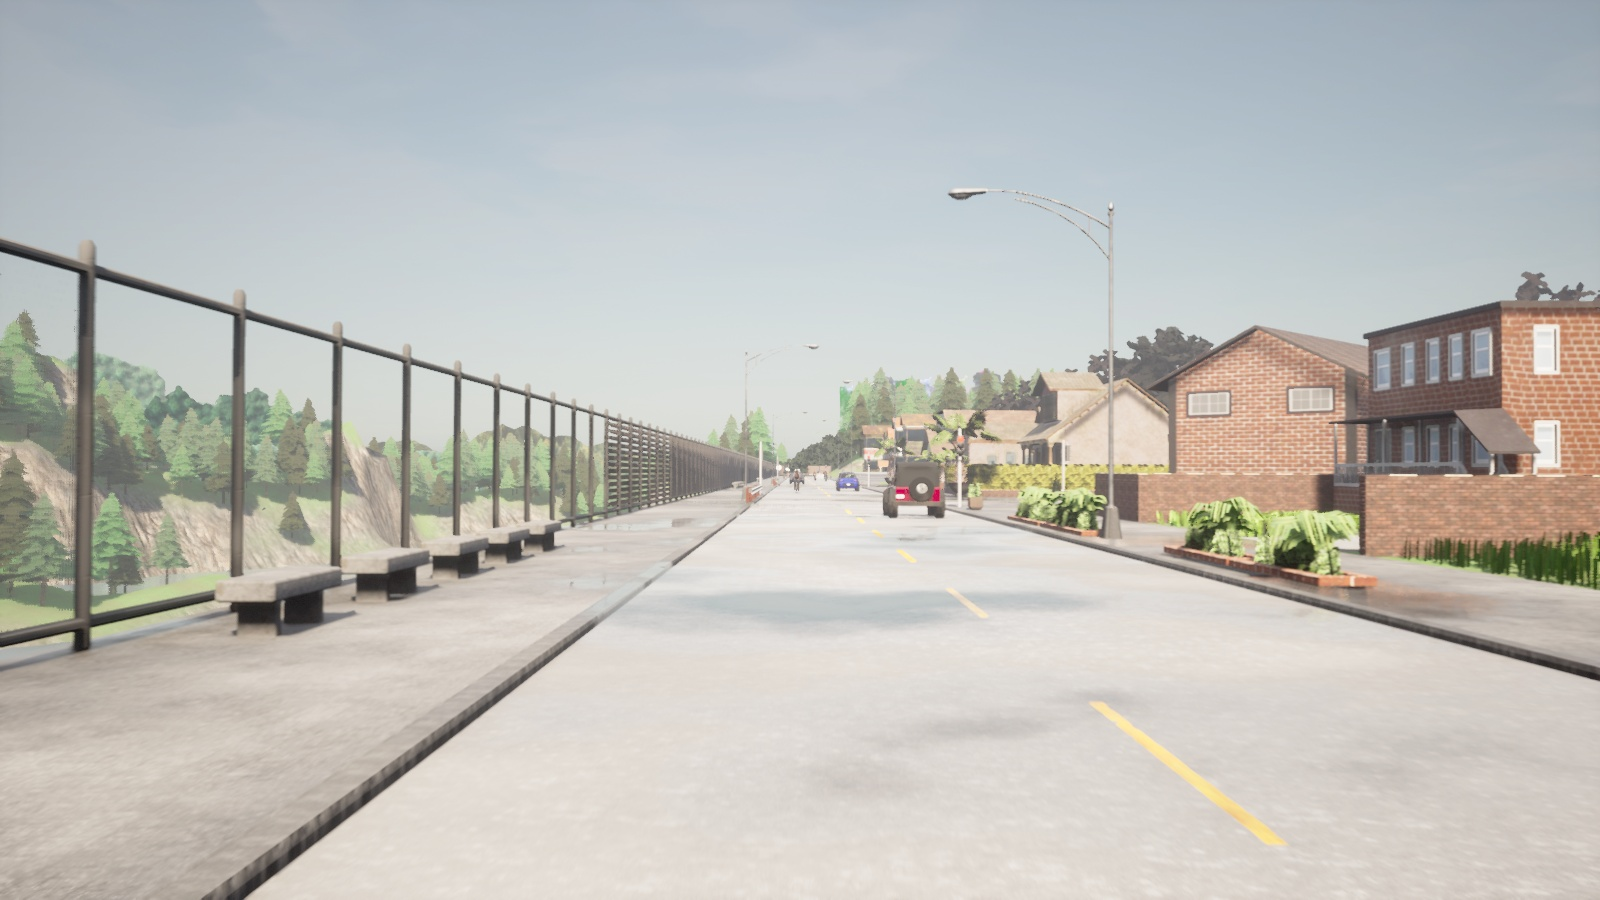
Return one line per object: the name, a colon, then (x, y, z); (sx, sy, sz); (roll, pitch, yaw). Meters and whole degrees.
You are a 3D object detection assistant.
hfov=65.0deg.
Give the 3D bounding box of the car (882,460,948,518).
car: (3.895, 1.317, 43.109); (1.905, 1.878, 3.866); (0, -1, 0)
